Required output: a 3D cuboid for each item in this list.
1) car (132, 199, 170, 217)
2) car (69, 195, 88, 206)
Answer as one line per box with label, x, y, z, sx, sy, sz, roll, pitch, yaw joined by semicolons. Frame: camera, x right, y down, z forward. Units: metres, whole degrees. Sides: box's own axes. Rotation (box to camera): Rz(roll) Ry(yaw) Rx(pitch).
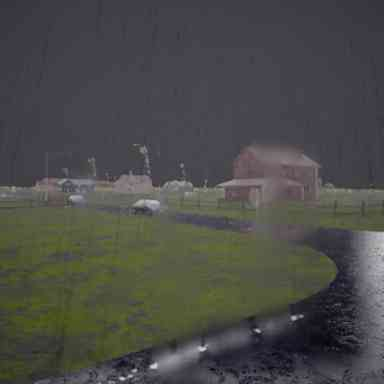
car;-3.759;1.349;29.415;1.812;1.442;4.674;0;0;-35
car;-16.356;1.193;47.367;1.812;1.442;4.674;0;0;-35
